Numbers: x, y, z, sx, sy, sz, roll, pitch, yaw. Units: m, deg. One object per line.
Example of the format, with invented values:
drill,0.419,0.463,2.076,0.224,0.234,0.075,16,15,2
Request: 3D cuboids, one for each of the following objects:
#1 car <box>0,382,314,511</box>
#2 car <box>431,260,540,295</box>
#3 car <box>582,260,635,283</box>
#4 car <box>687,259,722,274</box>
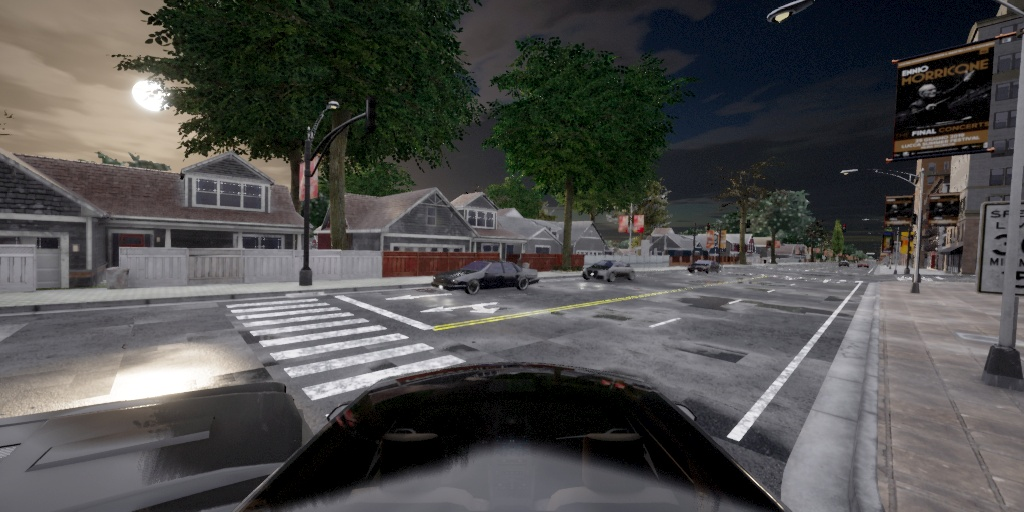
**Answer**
car,-3.306,1.295,1.232,4.718,1.301,1.895,1,2,-34
car,-1.010,0.897,16.590,5.357,1.411,2.033,0,2,-44
car,6.471,0.964,23.863,4.181,1.385,1.994,0,2,-44
car,19.817,1.065,36.717,5.357,1.411,2.033,0,2,-44
